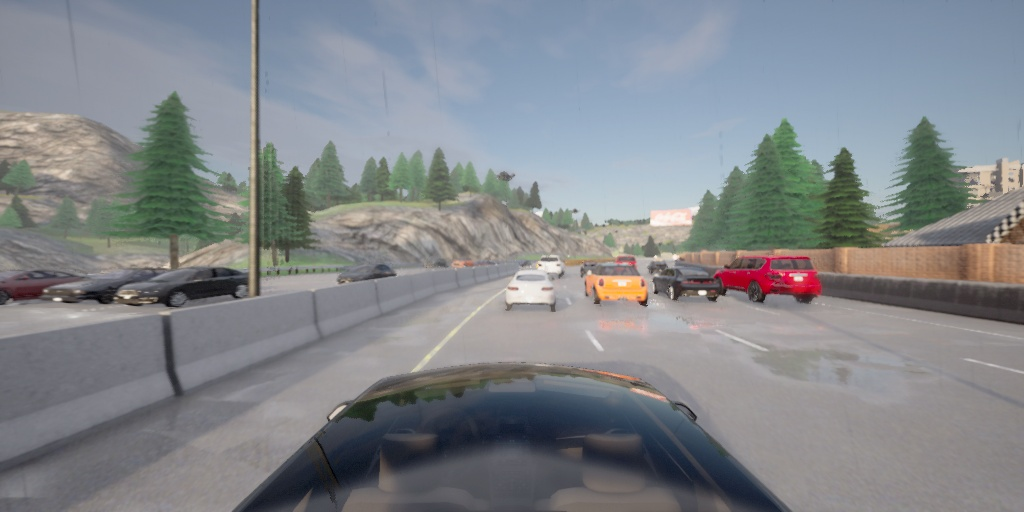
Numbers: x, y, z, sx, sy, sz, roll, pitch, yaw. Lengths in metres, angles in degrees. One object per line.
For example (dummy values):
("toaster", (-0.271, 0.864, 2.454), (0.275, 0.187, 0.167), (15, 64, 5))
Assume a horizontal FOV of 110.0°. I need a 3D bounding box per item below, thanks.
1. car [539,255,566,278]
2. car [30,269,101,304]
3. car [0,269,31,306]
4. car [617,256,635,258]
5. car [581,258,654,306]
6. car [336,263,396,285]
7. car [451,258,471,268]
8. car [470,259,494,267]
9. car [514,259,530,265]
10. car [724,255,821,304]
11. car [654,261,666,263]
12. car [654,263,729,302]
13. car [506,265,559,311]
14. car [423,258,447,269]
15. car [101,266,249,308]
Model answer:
("car", (3.810, 0.959, 33.994), (2.150, 2.045, 5.566), (0, 0, 12))
("car", (-16.834, 1.245, 16.104), (2.033, 1.411, 5.357), (0, 0, 5))
("car", (-20.409, 1.254, 14.929), (1.994, 1.385, 4.181), (0, 0, 5))
("car", (11.804, 0.977, 37.371), (2.150, 2.045, 5.566), (0, 0, 14))
("car", (4.476, 1.104, 15.999), (2.097, 1.767, 4.553), (0, 0, 6))
("car", (-9.027, 1.218, 22.628), (1.837, 1.490, 4.892), (0, 0, 8))
("car", (-7.847, 1.045, 57.423), (2.097, 1.767, 4.553), (0, 0, 20))
("car", (-4.358, 1.266, 56.780), (1.994, 1.385, 4.181), (0, 0, 20))
("car", (1.789, 1.260, 63.225), (2.033, 1.411, 5.357), (0, 0, 23))
("car", (11.559, 0.990, 16.756), (2.150, 2.045, 5.566), (0, 0, 6))
("car", (15.998, 1.270, 39.424), (1.837, 1.490, 4.892), (0, 0, 15))
("car", (8.108, 1.265, 17.186), (1.837, 1.490, 4.892), (0, 0, 6))
("car", (0.800, 1.269, 14.427), (1.812, 1.442, 4.674), (0, 0, 5))
("car", (-11.975, 1.035, 56.128), (2.097, 1.767, 4.553), (0, 0, 19))
("car", (-13.380, 1.212, 15.086), (1.837, 1.490, 4.892), (0, 0, 5))
